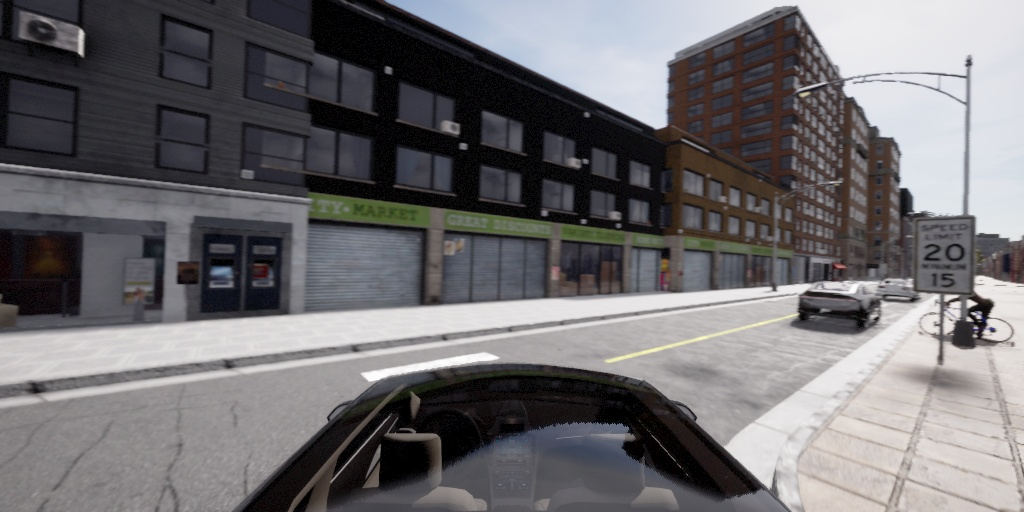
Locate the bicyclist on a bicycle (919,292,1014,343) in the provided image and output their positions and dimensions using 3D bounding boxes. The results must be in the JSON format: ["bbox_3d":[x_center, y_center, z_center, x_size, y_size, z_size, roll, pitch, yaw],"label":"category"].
[{"bbox_3d":[12.509,1.506,9.931,0.582,1.620,1.656,2,-1,-38],"label":"bicyclist on a bicycle"}]

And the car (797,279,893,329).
[{"bbox_3d":[12.496,1.726,13.628,4.902,1.511,2.128,2,-1,-38],"label":"car"}]

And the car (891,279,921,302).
[{"bbox_3d":[26.950,2.305,25.050,4.674,1.442,1.812,2,-1,-38],"label":"car"}]
